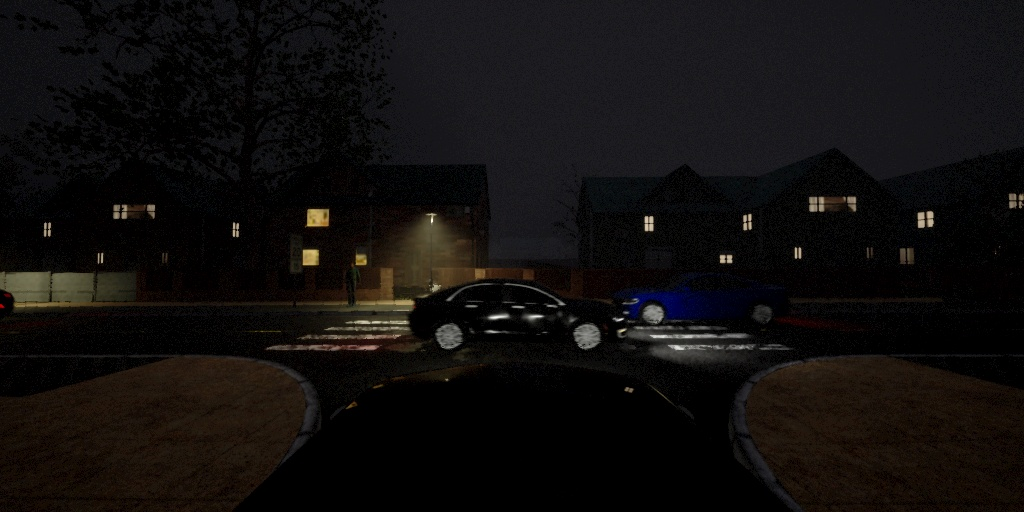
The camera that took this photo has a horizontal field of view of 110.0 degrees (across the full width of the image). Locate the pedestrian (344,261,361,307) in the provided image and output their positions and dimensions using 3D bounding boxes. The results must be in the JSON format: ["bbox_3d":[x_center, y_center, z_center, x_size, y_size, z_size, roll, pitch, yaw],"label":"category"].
[{"bbox_3d":[-6.447,1.113,14.410,0.375,1.860,0.375,0,-1,2],"label":"pedestrian"}]

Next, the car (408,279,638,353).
[{"bbox_3d":[0.108,1.286,8.327,4.892,1.490,1.837,0,-1,2],"label":"car"}]

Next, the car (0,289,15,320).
[{"bbox_3d":[-19.720,1.542,11.905,4.892,1.490,1.837,-1,-1,2],"label":"car"}]

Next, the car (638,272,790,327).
[{"bbox_3d":[5.664,1.262,11.112,5.008,1.535,1.882,-1,-1,2],"label":"car"}]
